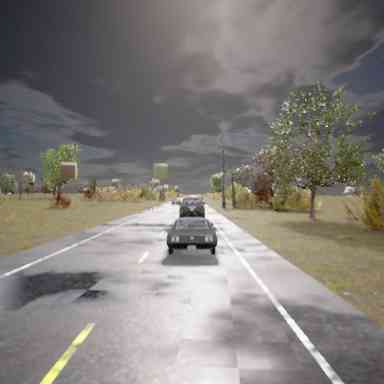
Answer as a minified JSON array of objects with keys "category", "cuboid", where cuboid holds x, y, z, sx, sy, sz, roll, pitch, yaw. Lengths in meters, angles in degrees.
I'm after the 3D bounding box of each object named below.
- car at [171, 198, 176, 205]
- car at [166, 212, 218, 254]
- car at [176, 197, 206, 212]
[{"category":"car","cuboid":[-3.483,2.127,71.825,2.128,1.511,4.902,0,0,0]},{"category":"car","cuboid":[0.006,1.733,14.123,1.895,1.301,4.718,0,0,0]},{"category":"car","cuboid":[0.009,1.479,29.030,2.150,2.045,5.566,0,0,0]}]
